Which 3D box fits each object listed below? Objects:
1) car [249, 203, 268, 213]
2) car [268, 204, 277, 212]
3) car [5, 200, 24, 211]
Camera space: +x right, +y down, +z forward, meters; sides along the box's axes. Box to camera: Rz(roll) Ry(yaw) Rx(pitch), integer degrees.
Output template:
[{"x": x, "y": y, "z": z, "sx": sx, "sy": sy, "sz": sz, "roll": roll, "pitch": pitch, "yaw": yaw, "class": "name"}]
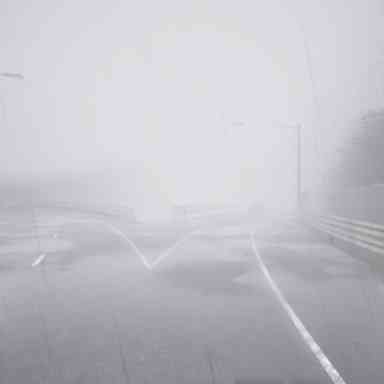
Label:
[{"x": 9.506, "y": 2.308, "z": 48.644, "sx": 1.882, "sy": 1.535, "sz": 5.008, "roll": 0, "pitch": -2, "yaw": 17, "class": "car"}, {"x": 17.083, "y": 3.436, "z": 71.058, "sx": 1.882, "sy": 1.535, "sz": 5.008, "roll": 0, "pitch": -3, "yaw": 21, "class": "car"}, {"x": -24.730, "y": 1.825, "z": 46.281, "sx": 2.128, "sy": 1.511, "sz": 4.902, "roll": 1, "pitch": -1, "yaw": -37, "class": "car"}]
